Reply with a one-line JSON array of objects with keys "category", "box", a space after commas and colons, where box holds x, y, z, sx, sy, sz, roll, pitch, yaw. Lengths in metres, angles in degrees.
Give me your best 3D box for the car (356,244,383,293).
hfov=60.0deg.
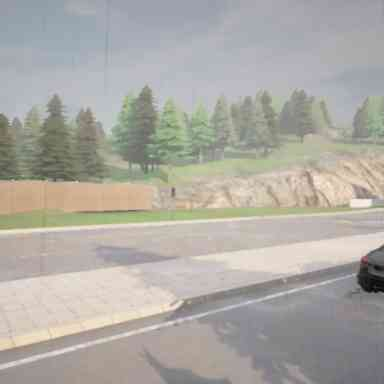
[{"category": "car", "box": [5.750, 1.623, 7.847, 4.181, 1.385, 1.994, 0, 0, -36]}]
